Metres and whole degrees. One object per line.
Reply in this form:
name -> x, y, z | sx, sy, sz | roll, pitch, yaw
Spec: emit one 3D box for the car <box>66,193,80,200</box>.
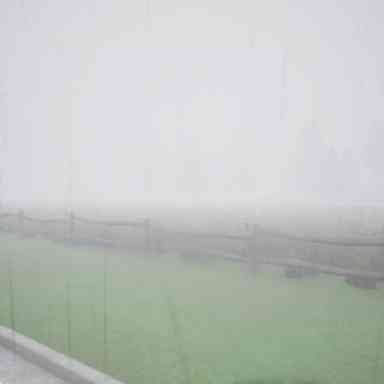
car -> -31.816, 1.312, 88.803 | 4.605, 1.855, 1.932 | 0, 0, 36
